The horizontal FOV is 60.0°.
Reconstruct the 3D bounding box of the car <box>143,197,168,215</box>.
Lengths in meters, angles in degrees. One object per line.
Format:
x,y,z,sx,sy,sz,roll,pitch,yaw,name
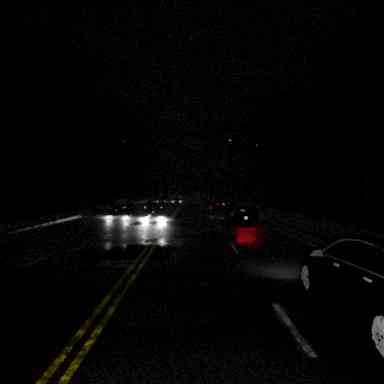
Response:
-3.349,1.391,30.886,1.895,1.301,4.718,0,0,0,car

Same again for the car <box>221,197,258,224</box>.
3.353,1.344,23.165,1.837,1.490,4.892,0,0,0,car

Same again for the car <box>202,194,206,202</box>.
3.251,1.203,58.791,1.994,1.385,4.181,0,0,0,car

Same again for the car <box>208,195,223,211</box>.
3.250,1.301,36.791,2.033,1.411,5.357,0,0,0,car

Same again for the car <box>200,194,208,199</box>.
3.251,1.119,91.824,1.895,1.301,4.718,0,0,0,car

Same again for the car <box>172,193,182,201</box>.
-3.249,1.031,72.402,1.882,1.535,5.008,0,0,0,car

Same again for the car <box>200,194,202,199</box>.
3.251,1.096,69.822,2.163,1.488,4.792,0,0,0,car

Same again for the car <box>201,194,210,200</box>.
3.251,1.113,80.793,1.994,1.385,4.181,0,0,0,car

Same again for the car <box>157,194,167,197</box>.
-6.499,1.077,72.403,1.812,1.442,4.674,0,0,0,car

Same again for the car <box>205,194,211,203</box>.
3.250,1.218,47.791,1.812,1.442,4.674,0,0,0,car

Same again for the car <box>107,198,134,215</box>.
-6.598,1.313,31.309,1.812,1.442,4.674,0,0,0,car

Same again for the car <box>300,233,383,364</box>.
3.350,1.464,5.650,1.837,1.490,4.892,0,0,0,car
